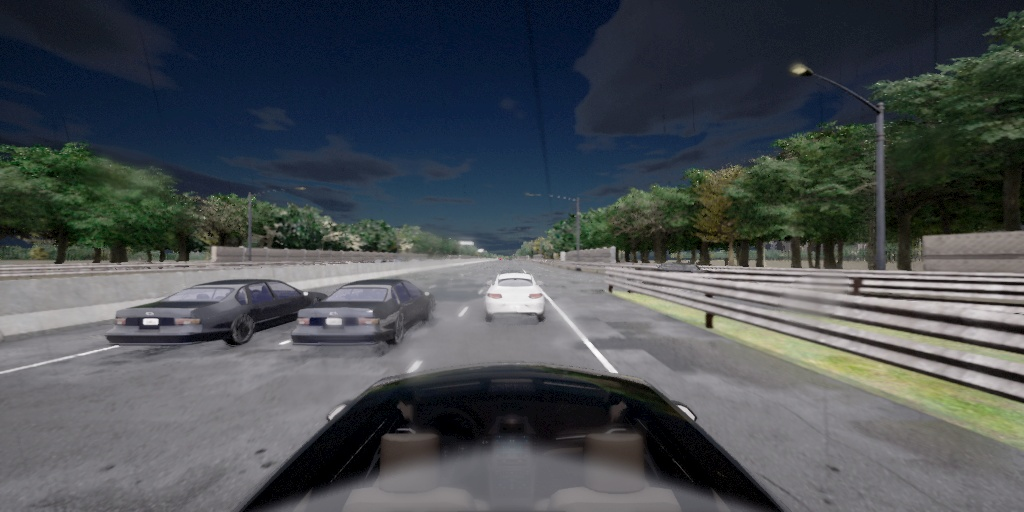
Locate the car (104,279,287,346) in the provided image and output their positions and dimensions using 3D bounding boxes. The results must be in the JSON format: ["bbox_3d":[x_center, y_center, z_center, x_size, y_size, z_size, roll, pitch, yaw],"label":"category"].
[{"bbox_3d":[-6.901,1.305,9.356,2.033,1.411,5.357,0,0,0],"label":"car"}]

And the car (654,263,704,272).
[{"bbox_3d":[11.056,1.254,24.918,2.097,1.767,4.553,0,0,-24],"label":"car"}]

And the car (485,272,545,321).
[{"bbox_3d":[0.099,1.288,12.392,1.812,1.442,4.674,0,0,0],"label":"car"}]

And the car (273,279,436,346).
[{"bbox_3d":[-3.400,1.305,9.362,2.033,1.411,5.357,0,0,0],"label":"car"}]
